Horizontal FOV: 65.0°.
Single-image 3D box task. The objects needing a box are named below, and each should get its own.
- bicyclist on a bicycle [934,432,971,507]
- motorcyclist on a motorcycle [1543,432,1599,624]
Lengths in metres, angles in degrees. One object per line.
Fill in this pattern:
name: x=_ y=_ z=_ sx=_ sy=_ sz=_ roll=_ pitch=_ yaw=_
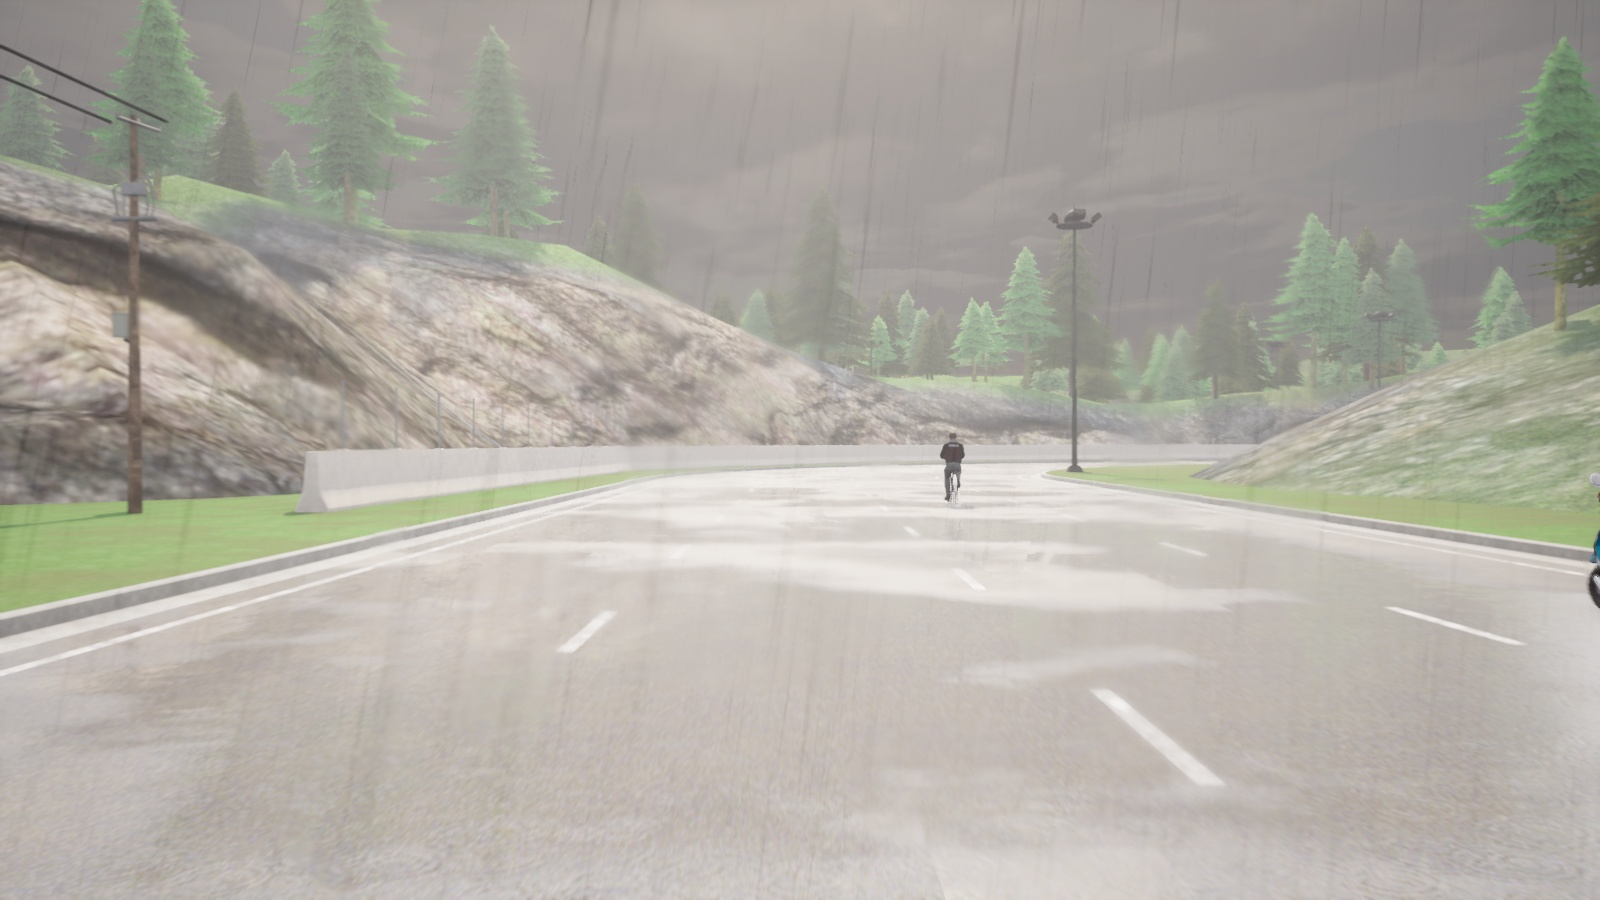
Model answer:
bicyclist on a bicycle: x=3.690 y=0.449 z=30.498 sx=0.659 sy=1.776 sz=1.843 roll=0 pitch=1 yaw=0
motorcyclist on a motorcycle: x=7.075 y=0.648 z=10.320 sx=0.866 sy=1.590 sz=1.817 roll=0 pitch=0 yaw=0
